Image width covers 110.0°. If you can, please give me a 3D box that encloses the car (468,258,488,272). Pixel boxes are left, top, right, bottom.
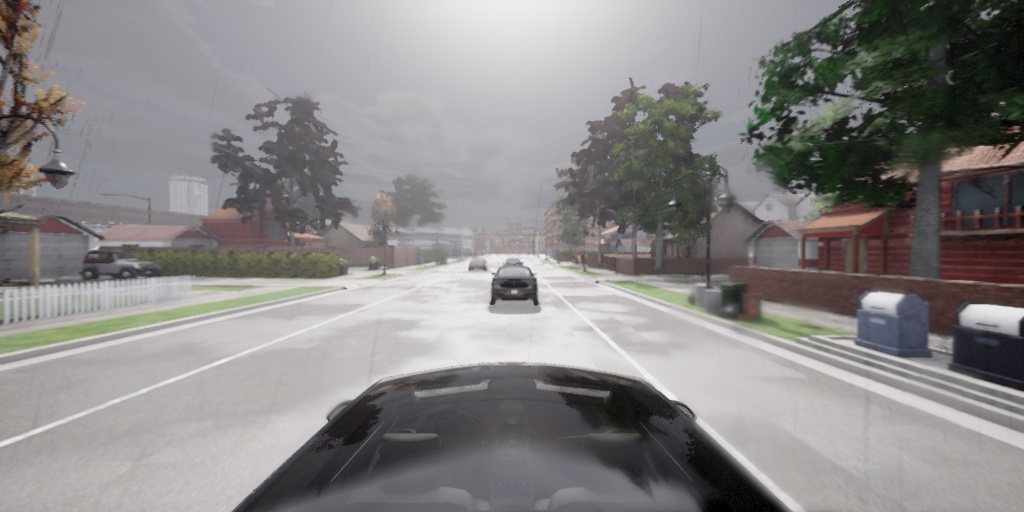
[{"bbox_3d":[-3.564,0.902,38.466,1.812,1.442,4.674,0,1,0],"label":"car"}]

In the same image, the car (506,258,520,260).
[{"bbox_3d":[0.104,0.939,34.107,1.837,1.490,4.892,0,1,0],"label":"car"}]

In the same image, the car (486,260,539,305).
[{"bbox_3d":[0.096,1.119,15.452,1.882,1.535,5.008,0,1,0],"label":"car"}]
